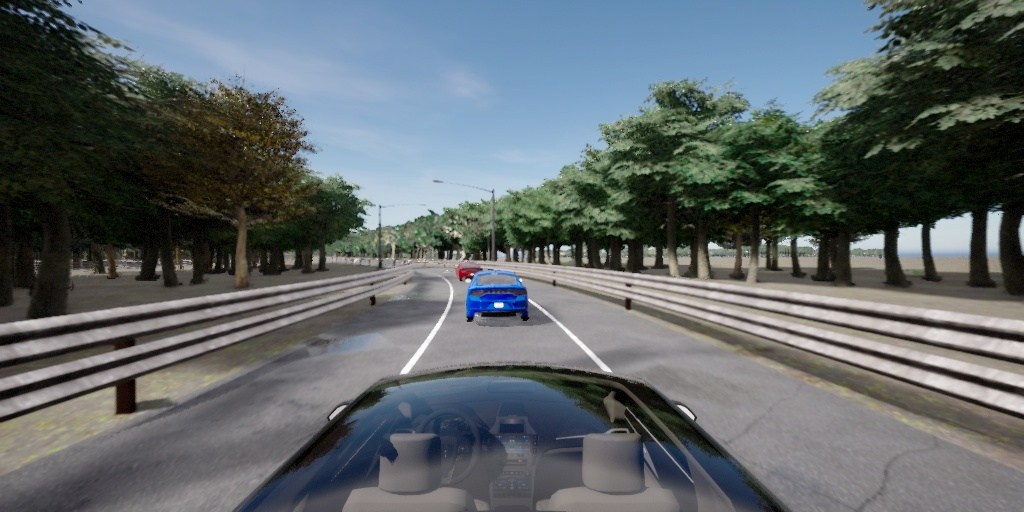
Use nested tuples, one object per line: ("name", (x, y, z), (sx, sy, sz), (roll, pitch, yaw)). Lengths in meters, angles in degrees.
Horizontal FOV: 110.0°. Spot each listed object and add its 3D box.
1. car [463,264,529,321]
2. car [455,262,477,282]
("car", (-0.605, 1.227, 12.515), (1.882, 1.535, 5.008), (0, 0, -6))
("car", (-3.643, 1.241, 29.731), (1.882, 1.535, 5.008), (0, 0, -14))
